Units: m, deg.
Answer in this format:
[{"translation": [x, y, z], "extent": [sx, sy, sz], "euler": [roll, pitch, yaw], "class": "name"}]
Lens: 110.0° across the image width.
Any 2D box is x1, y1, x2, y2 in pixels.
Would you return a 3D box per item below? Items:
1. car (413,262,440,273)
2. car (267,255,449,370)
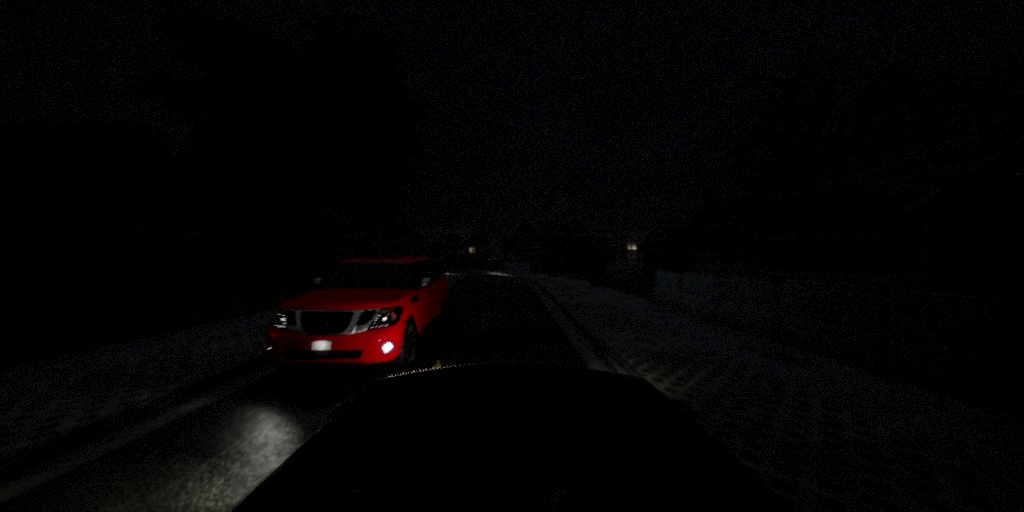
[{"translation": [-11.746, 1.527, 49.154], "extent": [1.895, 1.301, 4.718], "euler": [0, 0, -38], "class": "car"}, {"translation": [-2.851, 0.995, 8.129], "extent": [2.150, 2.045, 5.566], "euler": [0, 0, 0], "class": "car"}]
